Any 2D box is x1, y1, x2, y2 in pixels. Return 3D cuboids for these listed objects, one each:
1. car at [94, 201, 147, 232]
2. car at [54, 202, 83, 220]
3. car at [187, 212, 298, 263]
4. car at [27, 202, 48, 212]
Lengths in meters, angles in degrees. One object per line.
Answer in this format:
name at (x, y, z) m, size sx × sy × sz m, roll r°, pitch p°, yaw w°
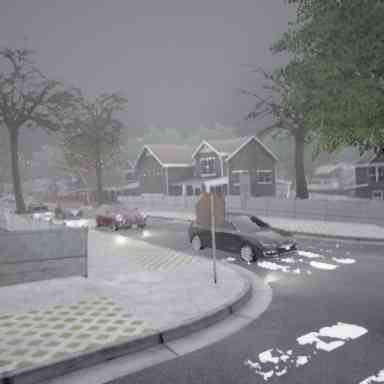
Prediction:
car at (-4.789, 1.518, 21.932) m, size 2.097 × 1.767 × 4.553 m, roll -4°, pitch 2°, yaw -35°
car at (-12.075, 1.765, 32.333) m, size 2.128 × 1.511 × 4.902 m, roll -4°, pitch 2°, yaw -35°
car at (1.689, 1.580, 12.715) m, size 1.837 × 1.490 × 4.892 m, roll -4°, pitch 2°, yaw -35°
car at (-20.942, 2.047, 45.140) m, size 1.895 × 1.301 × 4.718 m, roll -4°, pitch 2°, yaw -35°
